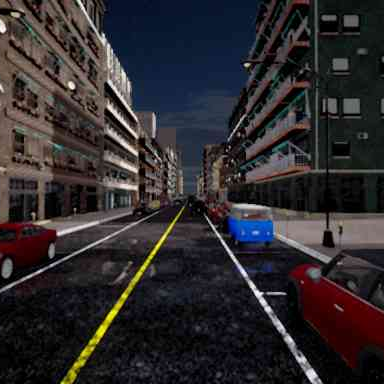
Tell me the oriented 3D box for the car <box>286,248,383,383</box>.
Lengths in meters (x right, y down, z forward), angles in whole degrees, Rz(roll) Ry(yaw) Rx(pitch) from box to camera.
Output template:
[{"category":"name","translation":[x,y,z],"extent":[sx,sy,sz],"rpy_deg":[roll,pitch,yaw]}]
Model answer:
[{"category":"car","translation":[2.691,1.487,4.588],"extent":[1.967,1.590,4.097],"rpy_deg":[0,-1,0]}]

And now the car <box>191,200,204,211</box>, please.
[{"category":"car","translation":[0.802,1.992,48.903],"extent":[1.837,1.490,4.892],"rpy_deg":[0,-1,0]}]

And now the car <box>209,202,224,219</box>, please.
[{"category":"car","translation":[2.681,1.815,27.131],"extent":[1.887,1.381,4.507],"rpy_deg":[0,-1,0]}]

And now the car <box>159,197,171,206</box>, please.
[{"category":"car","translation":[-5.718,2.017,72.224],"extent":[2.192,1.841,5.009],"rpy_deg":[0,-1,0]}]

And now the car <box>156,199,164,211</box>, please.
[{"category":"car","translation":[-5.709,2.012,49.506],"extent":[1.752,1.417,4.829],"rpy_deg":[0,-1,0]}]

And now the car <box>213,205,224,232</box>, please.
[{"category":"car","translation":[2.683,1.781,21.495],"extent":[1.947,1.339,4.313],"rpy_deg":[0,-1,0]}]

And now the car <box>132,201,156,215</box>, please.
[{"category":"car","translation":[-5.705,1.946,38.403],"extent":[1.947,1.339,4.313],"rpy_deg":[0,-1,0]}]

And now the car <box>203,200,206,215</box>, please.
[{"category":"car","translation":[2.677,1.931,38.403],"extent":[2.008,1.369,4.403],"rpy_deg":[0,-1,0]}]

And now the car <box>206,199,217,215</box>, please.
[{"category":"car","translation":[2.679,1.766,32.769],"extent":[1.967,1.590,4.097],"rpy_deg":[0,-1,0]}]

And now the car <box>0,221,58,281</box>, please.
[{"category":"car","translation":[-5.693,1.648,10.223],"extent":[1.887,1.381,4.507],"rpy_deg":[0,-1,0]}]

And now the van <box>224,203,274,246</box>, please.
[{"category":"van","translation":[2.686,1.500,15.861],"extent":[1.690,1.788,3.998],"rpy_deg":[0,-1,0]}]

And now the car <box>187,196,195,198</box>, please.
[{"category":"car","translation":[-0.030,2.096,74.448],"extent":[1.837,1.490,4.892],"rpy_deg":[0,-1,0]}]

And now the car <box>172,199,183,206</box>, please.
[{"category":"car","translation":[-3.031,2.213,71.008],"extent":[1.812,1.442,4.674],"rpy_deg":[0,-1,0]}]

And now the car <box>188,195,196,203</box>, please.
[{"category":"car","translation":[-0.037,1.962,89.480],"extent":[2.150,2.045,5.566],"rpy_deg":[0,-1,0]}]

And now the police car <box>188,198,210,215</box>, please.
[{"category":"police car","translation":[0.739,1.811,39.008],"extent":[1.930,1.638,5.238],"rpy_deg":[0,-1,0]}]

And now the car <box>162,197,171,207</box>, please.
[{"category":"car","translation":[-5.716,2.089,66.586],"extent":[1.967,1.590,4.097],"rpy_deg":[0,-1,0]}]
